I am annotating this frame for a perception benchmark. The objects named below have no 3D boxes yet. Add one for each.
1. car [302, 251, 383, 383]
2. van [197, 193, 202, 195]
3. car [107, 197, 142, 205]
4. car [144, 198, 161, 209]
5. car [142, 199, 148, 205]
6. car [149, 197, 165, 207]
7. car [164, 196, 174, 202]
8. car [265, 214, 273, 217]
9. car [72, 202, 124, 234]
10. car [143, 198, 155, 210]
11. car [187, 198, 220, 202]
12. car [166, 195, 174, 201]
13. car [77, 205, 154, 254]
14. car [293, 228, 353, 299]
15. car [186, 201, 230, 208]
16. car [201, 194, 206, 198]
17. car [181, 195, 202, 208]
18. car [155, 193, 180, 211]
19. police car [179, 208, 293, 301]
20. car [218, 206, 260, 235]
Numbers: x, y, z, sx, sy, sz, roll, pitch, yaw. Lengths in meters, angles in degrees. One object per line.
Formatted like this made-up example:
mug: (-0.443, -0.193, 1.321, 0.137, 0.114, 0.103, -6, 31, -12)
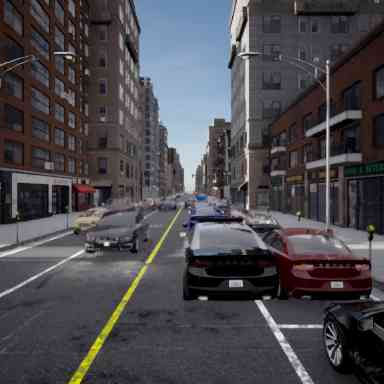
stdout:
car: (2.632, 1.566, 2.727, 1.947, 1.339, 4.313, 0, 0, 0)
van: (2.490, 1.352, 79.478, 1.690, 1.788, 3.998, 0, 0, 0)
car: (-5.434, 1.318, 24.781, 2.192, 1.841, 5.009, 0, 0, 0)
car: (-5.475, 1.532, 46.685, 1.752, 1.417, 4.829, 0, 0, 0)
car: (-5.444, 1.586, 30.300, 1.802, 1.307, 4.206, 0, 0, 0)
car: (-5.485, 1.559, 52.373, 2.008, 1.369, 4.403, 0, 0, 0)
car: (-5.535, 1.562, 79.455, 2.008, 1.369, 4.403, 0, 0, 0)
car: (2.611, 1.552, 13.765, 2.008, 1.369, 4.403, 0, 0, 0)
car: (-5.419, 1.527, 19.095, 1.752, 1.417, 4.829, 0, 0, 0)
car: (-5.465, 1.446, 41.337, 1.967, 1.590, 4.097, 0, 0, 0)
car: (0.779, 1.481, 24.423, 1.882, 1.535, 5.008, 0, 0, 0)
car: (-5.545, 1.556, 85.136, 1.887, 1.381, 4.507, 0, 0, 0)
car: (-2.873, 1.506, 13.596, 1.837, 1.490, 4.892, 0, 0, 0)
car: (2.621, 1.545, 8.246, 1.887, 1.381, 4.507, 0, 0, 0)
car: (0.790, 1.480, 18.423, 1.882, 1.535, 5.008, 0, 0, 0)
car: (2.550, 1.447, 46.878, 1.967, 1.590, 4.097, 0, 0, 0)
car: (-0.063, 1.498, 46.417, 2.128, 1.511, 4.902, 0, 0, 0)
car: (-2.823, 1.358, 39.815, 2.097, 1.767, 4.553, 0, 0, 0)
police car: (0.712, 1.426, 8.514, 1.930, 1.638, 5.238, 0, 0, -2)
car: (2.601, 1.584, 19.284, 1.802, 1.307, 4.206, 0, 0, 0)
